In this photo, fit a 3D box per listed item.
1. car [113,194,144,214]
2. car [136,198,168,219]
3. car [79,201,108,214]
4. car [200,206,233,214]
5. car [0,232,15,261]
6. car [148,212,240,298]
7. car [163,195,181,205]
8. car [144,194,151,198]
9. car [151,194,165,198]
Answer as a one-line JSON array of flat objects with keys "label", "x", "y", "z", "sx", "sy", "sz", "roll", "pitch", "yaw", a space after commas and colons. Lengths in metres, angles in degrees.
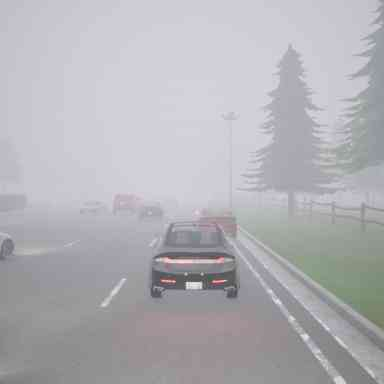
[{"label": "car", "x": -6.876, "y": 1.221, "z": 35.584, "sx": 2.150, "sy": 2.045, "sz": 5.566, "roll": 0, "pitch": 0, "yaw": 0}, {"label": "car", "x": -3.396, "y": 1.525, "z": 28.941, "sx": 1.812, "sy": 1.442, "sz": 4.674, "roll": 0, "pitch": 0, "yaw": 0}, {"label": "car", "x": -10.378, "y": 1.601, "z": 35.388, "sx": 1.895, "sy": 1.301, "sz": 4.718, "roll": 0, "pitch": 0, "yaw": 0}, {"label": "car", "x": 1.236, "y": 1.478, "z": 17.821, "sx": 1.882, "sy": 1.535, "sz": 5.008, "roll": 0, "pitch": 0, "yaw": 0}, {"label": "car", "x": -6.908, "y": 1.526, "z": 9.336, "sx": 1.812, "sy": 1.442, "sz": 4.674, "roll": 0, "pitch": 0, "yaw": 0}, {"label": "car", "x": 0.057, "y": 1.492, "z": 8.480, "sx": 2.128, "sy": 1.511, "sz": 4.902, "roll": 0, "pitch": 0, "yaw": 0}, {"label": "car", "x": -3.367, "y": 1.601, "z": 55.907, "sx": 1.895, "sy": 1.301, "sz": 4.718, "roll": 0, "pitch": 0, "yaw": 0}, {"label": "car", "x": -10.358, "y": 1.601, "z": 69.129, "sx": 1.895, "sy": 1.301, "sz": 4.718, "roll": 0, "pitch": 0, "yaw": 0}, {"label": "car", "x": -6.890, "y": 1.503, "z": 70.587, "sx": 2.128, "sy": 1.511, "sz": 4.902, "roll": 0, "pitch": 0, "yaw": 0}]
